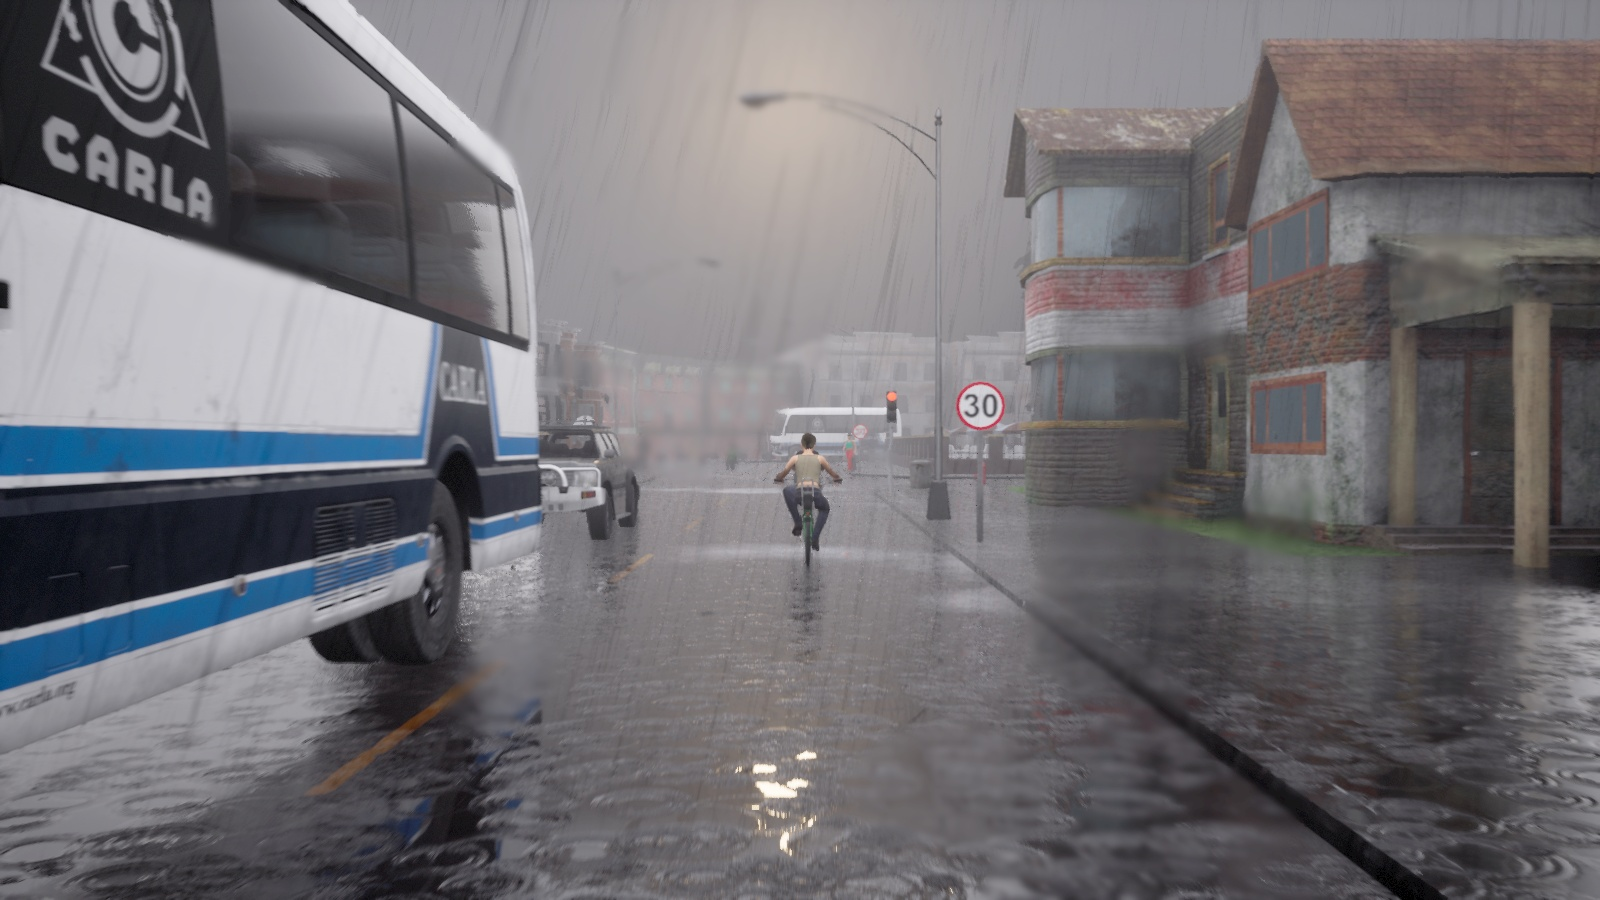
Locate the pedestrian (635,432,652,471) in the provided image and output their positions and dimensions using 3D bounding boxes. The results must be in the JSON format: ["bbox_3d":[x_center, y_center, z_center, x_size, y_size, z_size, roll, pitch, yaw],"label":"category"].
[{"bbox_3d":[-8.010,0.082,64.401,0.659,1.952,0.873,0,0,7],"label":"pedestrian"}]

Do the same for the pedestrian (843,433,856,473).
[{"bbox_3d":[2.304,0.132,58.709,0.345,1.836,0.594,0,0,35],"label":"pedestrian"}]

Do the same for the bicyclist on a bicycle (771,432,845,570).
[{"bbox_3d":[0.099,0.596,15.523,0.866,1.612,1.509,0,0,1],"label":"bicyclist on a bicycle"}]

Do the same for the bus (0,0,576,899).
[{"bbox_3d":[-3.953,-0.666,5.775,3.944,4.253,10.273,0,0,0],"label":"bus"}]

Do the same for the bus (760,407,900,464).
[{"bbox_3d":[2.290,-1.198,97.931,10.273,4.253,3.944,0,3,-14],"label":"bus"}]

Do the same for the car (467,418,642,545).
[{"bbox_3d":[-3.866,0.444,20.566,1.932,1.855,4.605,0,0,0],"label":"car"}]
